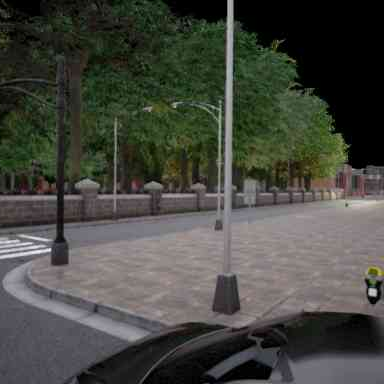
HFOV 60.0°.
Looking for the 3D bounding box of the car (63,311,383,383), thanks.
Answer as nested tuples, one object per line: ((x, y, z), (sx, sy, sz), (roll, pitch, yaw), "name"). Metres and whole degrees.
((0.897, 1.565, 2.157), (4.313, 1.339, 1.947), (0, 1, 35), "car")
